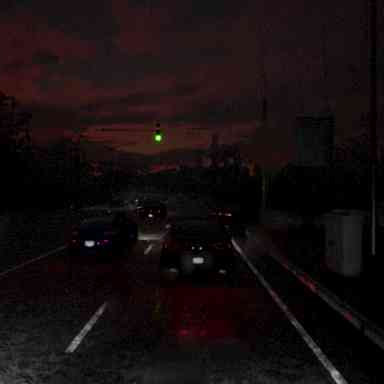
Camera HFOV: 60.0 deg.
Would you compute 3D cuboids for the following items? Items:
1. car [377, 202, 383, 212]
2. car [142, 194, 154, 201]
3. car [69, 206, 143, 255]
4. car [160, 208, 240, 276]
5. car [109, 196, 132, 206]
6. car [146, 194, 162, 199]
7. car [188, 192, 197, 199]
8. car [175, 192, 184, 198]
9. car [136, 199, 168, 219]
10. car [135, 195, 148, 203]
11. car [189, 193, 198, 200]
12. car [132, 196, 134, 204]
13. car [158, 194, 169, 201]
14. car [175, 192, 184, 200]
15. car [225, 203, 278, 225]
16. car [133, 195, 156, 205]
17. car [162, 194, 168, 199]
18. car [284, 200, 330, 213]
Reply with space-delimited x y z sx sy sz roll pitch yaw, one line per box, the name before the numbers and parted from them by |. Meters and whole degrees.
car | 22.470 1.284 35.906 4.553 1.767 2.097 0 0 -3
car | -10.048 1.176 77.074 2.033 1.411 5.357 0 1 0
car | -3.326 1.506 13.167 1.812 1.442 4.674 0 0 0
car | 0.158 1.464 10.350 1.882 1.535 5.008 0 0 0
car | -10.308 1.381 46.890 1.882 1.535 5.008 0 0 1
car | -6.694 1.401 57.037 1.812 1.442 4.674 0 0 1
car | 0.133 0.928 88.727 2.128 1.511 4.902 0 1 -4
car | -3.361 0.840 88.506 2.128 1.511 4.902 0 1 -8
car | -3.235 1.546 28.467 1.895 1.301 4.718 0 0 0
car | -10.100 1.306 66.624 1.837 1.490 4.892 0 1 0
car | 0.460 1.167 78.371 2.033 1.411 5.357 0 1 0
car | -10.200 1.369 56.378 2.128 1.511 4.902 0 0 1
car | -6.547 1.194 76.984 1.994 1.385 4.181 0 1 0
car | -3.042 1.143 78.379 1.812 1.442 4.674 0 1 0
car | 3.803 1.505 23.451 5.357 1.411 2.033 0 0 -39
car | -6.796 1.464 48.281 1.994 1.385 4.181 0 0 1
car | -6.598 1.361 66.989 1.994 1.385 4.181 0 1 0
car | 12.281 1.533 35.406 4.718 1.301 1.895 0 0 -2
